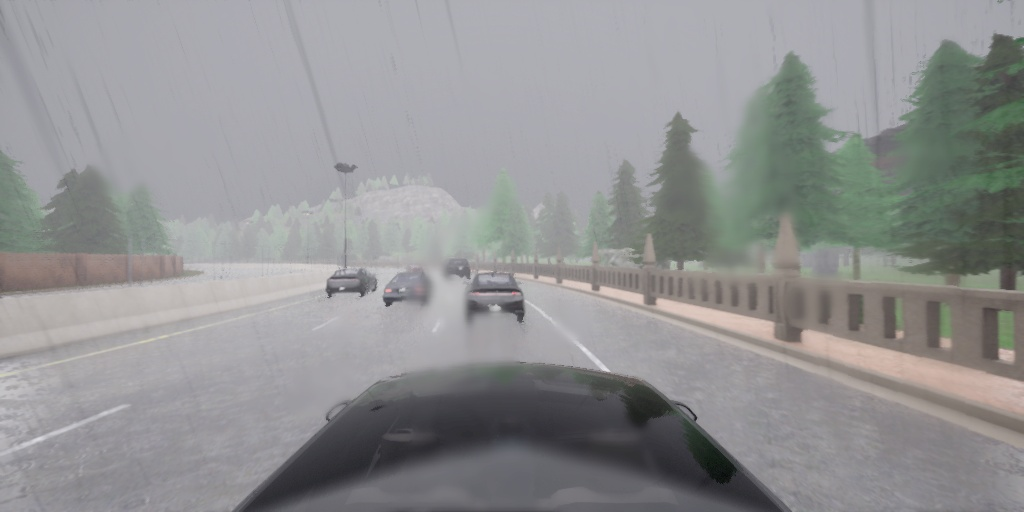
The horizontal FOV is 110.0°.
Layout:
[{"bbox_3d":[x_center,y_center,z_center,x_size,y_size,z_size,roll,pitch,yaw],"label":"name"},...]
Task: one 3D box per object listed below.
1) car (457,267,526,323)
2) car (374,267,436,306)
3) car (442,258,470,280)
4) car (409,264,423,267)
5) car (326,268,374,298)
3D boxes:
[{"bbox_3d":[-0.664,1.329,12.616,2.128,1.511,4.902,0,0,-5],"label":"car"},{"bbox_3d":[-4.641,1.436,16.646,2.033,1.411,5.357,0,0,-9],"label":"car"},{"bbox_3d":[-5.557,1.259,35.445,2.150,2.045,5.566,0,-1,-18],"label":"car"},{"bbox_3d":[-10.018,1.602,37.493,1.812,1.442,4.674,0,0,-19],"label":"car"},{"bbox_3d":[-8.833,1.428,20.079,2.128,1.511,4.902,0,0,-11],"label":"car"}]
